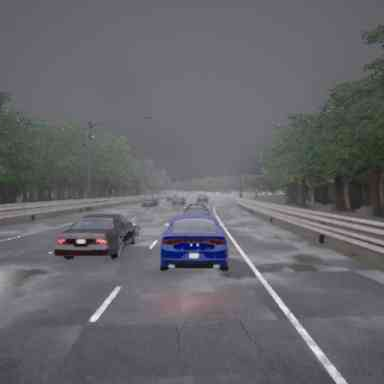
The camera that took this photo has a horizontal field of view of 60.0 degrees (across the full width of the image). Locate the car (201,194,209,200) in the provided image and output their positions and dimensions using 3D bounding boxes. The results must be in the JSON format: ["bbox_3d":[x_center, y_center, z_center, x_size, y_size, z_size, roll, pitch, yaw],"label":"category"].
[{"bbox_3d":[3.441,1.203,84.601,1.882,1.535,5.008,0,0,4],"label":"car"}]

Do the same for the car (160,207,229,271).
[{"bbox_3d":[0.083,1.464,10.929,1.882,1.535,5.008,0,0,1],"label":"car"}]

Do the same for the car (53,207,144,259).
[{"bbox_3d":[-3.298,1.529,12.482,2.033,1.411,5.357,0,0,1],"label":"car"}]

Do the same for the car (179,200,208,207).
[{"bbox_3d":[0.324,1.530,23.738,1.994,1.385,4.181,0,0,1],"label":"car"}]

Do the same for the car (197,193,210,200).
[{"bbox_3d":[1.946,1.199,60.721,2.097,1.767,4.553,0,0,3],"label":"car"}]

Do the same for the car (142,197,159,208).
[{"bbox_3d":[-5.745,1.391,46.630,2.128,1.511,4.902,0,0,3],"label":"car"}]

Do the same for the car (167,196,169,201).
[{"bbox_3d":[-4.285,1.301,72.890,1.812,1.442,4.674,0,0,4],"label":"car"}]

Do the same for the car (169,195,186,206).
[{"bbox_3d":[-1.951,1.373,52.286,2.128,1.511,4.902,0,0,3],"label":"car"}]
